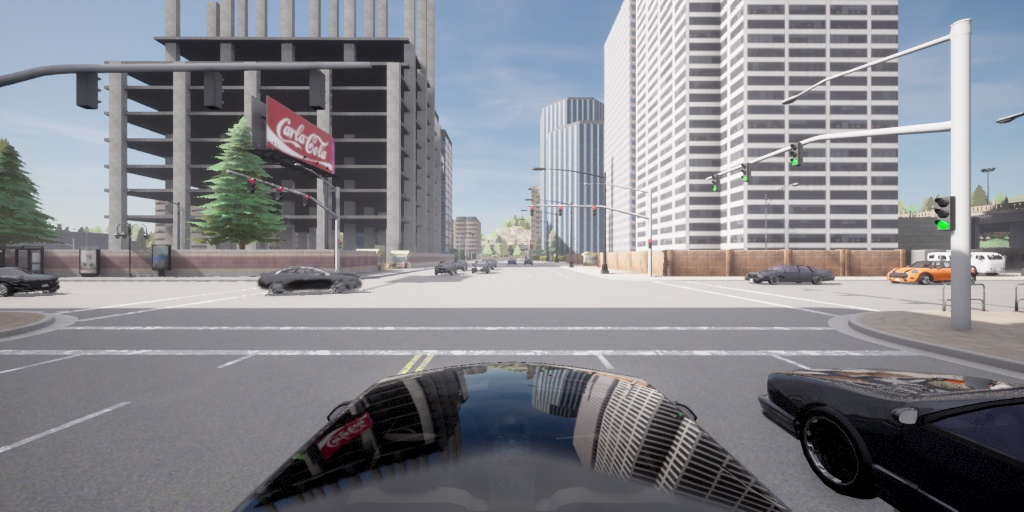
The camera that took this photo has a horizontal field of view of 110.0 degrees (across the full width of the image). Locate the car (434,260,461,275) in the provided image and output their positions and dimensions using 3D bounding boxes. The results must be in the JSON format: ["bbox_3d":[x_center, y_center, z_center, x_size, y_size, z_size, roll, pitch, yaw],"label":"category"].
[{"bbox_3d":[-7.081,1.255,38.750,1.837,1.490,4.892,0,0,0],"label":"car"}]

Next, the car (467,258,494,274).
[{"bbox_3d":[-3.580,1.241,41.749,2.128,1.511,4.902,0,0,0],"label":"car"}]

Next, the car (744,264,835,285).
[{"bbox_3d":[19.648,1.297,25.457,5.357,1.411,2.033,0,0,0],"label":"car"}]

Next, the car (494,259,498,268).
[{"bbox_3d":[-3.573,1.241,51.816,2.128,1.511,4.902,0,0,0],"label":"car"}]

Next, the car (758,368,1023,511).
[{"bbox_3d":[3.597,1.297,1.411,2.033,1.411,5.357,0,0,0],"label":"car"}]

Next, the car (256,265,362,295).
[{"bbox_3d":[-10.686,1.243,19.147,4.902,1.511,2.128,0,0,-15],"label":"car"}]

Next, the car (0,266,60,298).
[{"bbox_3d":[-25.981,1.227,18.036,5.008,1.535,1.882,0,0,0],"label":"car"}]

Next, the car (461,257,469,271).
[{"bbox_3d":[-7.075,1.255,48.163,1.837,1.490,4.892,0,0,0],"label":"car"}]

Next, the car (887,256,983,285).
[{"bbox_3d":[29.657,1.102,25.477,4.553,1.767,2.097,0,0,1],"label":"car"}]

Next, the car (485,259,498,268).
[{"bbox_3d":[-3.540,1.255,62.201,1.837,1.490,4.892,0,0,0],"label":"car"}]
